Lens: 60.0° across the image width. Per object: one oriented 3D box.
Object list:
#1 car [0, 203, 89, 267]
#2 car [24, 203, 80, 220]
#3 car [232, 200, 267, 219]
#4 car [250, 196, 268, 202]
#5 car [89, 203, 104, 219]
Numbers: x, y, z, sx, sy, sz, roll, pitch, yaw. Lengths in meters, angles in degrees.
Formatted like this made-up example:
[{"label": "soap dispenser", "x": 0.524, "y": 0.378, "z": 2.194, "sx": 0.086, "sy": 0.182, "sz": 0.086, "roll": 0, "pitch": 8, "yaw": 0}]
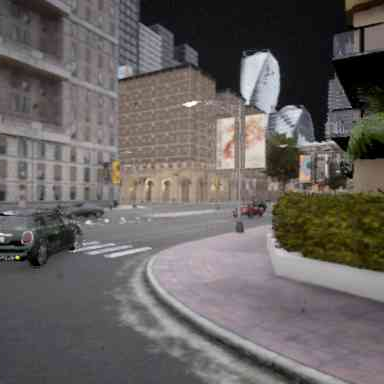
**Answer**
[{"label": "car", "x": -5.599, "y": 1.420, "z": 11.884, "sx": 2.097, "sy": 1.767, "sz": 4.553, "roll": 1, "pitch": 0, "yaw": 1}, {"label": "car", "x": -13.176, "y": 1.786, "z": 31.586, "sx": 1.895, "sy": 1.301, "sz": 4.718, "roll": 0, "pitch": -1, "yaw": 31}, {"label": "car", "x": 5.560, "y": 1.827, "z": 33.299, "sx": 1.812, "sy": 1.442, "sz": 4.674, "roll": 0, "pitch": -1, "yaw": 32}, {"label": "car", "x": 9.758, "y": 1.674, "z": 49.156, "sx": 2.150, "sy": 2.045, "sz": 5.566, "roll": 0, "pitch": 0, "yaw": 12}, {"label": "car", "x": -10.009, "y": 1.716, "z": 30.061, "sx": 1.812, "sy": 1.442, "sz": 4.674, "roll": 0, "pitch": -1, "yaw": 31}]
